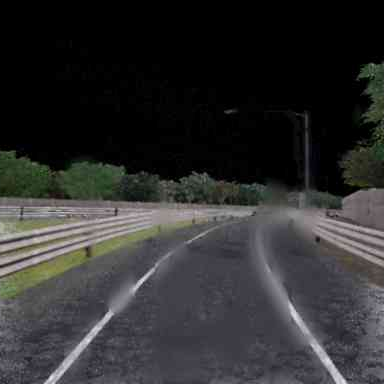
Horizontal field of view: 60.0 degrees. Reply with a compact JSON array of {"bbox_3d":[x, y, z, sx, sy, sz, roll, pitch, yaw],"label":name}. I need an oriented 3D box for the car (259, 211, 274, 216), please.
[{"bbox_3d":[20.120,5.783,89.563,1.812,1.442,4.674,-2,-5,41],"label":"car"}]

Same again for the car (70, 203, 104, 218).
[{"bbox_3d":[-13.210,2.514,45.443,2.150,2.045,5.566,-2,-5,41],"label":"car"}]

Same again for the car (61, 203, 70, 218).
[{"bbox_3d":[-15.866,2.630,47.718,2.150,2.045,5.566,-2,-5,41],"label":"car"}]

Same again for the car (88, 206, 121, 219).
[{"bbox_3d":[-10.561,2.794,43.140,1.895,1.301,4.718,-2,-5,41],"label":"car"}]

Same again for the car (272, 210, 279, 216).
[{"bbox_3d":[20.441,5.461,84.571,1.837,1.490,4.892,-2,-5,41],"label":"car"}]

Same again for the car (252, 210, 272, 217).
[{"bbox_3d":[15.019,4.714,72.899,1.837,1.490,4.892,-2,-5,41],"label":"car"}]
